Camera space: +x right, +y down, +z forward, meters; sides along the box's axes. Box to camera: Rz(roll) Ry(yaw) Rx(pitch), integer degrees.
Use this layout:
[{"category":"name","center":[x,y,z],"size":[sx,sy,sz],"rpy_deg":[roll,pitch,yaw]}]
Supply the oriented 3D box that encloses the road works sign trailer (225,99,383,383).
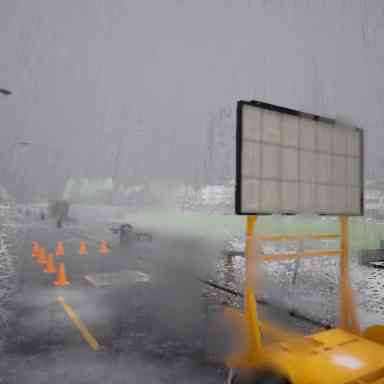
[{"category":"road works sign trailer","center":[1.379,0.718,4.546],"size":[2.380,3.560,2.880],"rpy_deg":[3,-3,-31]}]

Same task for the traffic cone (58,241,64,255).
[{"category":"traffic cone","center":[-6.026,2.543,15.201],"size":[0.340,0.580,0.340],"rpy_deg":[3,-3,-31]}]

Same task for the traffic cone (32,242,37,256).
[{"category":"traffic cone","center":[-6.880,2.500,14.681],"size":[0.340,0.580,0.340],"rpy_deg":[3,-3,-31]}]

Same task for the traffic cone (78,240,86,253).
[{"category":"traffic cone","center":[-5.173,2.585,15.721],"size":[0.340,0.580,0.340],"rpy_deg":[3,-3,-31]}]

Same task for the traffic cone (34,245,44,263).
[{"category":"traffic cone","center":[-5.837,2.444,12.975],"size":[0.340,0.580,0.340],"rpy_deg":[3,-3,-31]}]

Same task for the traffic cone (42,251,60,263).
[{"category":"traffic cone","center":[-4.794,2.388,11.269],"size":[0.340,0.580,0.340],"rpy_deg":[3,-3,-31]}]

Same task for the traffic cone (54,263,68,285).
[{"category":"traffic cone","center":[-3.752,2.332,9.563],"size":[0.340,0.580,0.340],"rpy_deg":[3,-3,-31]}]
